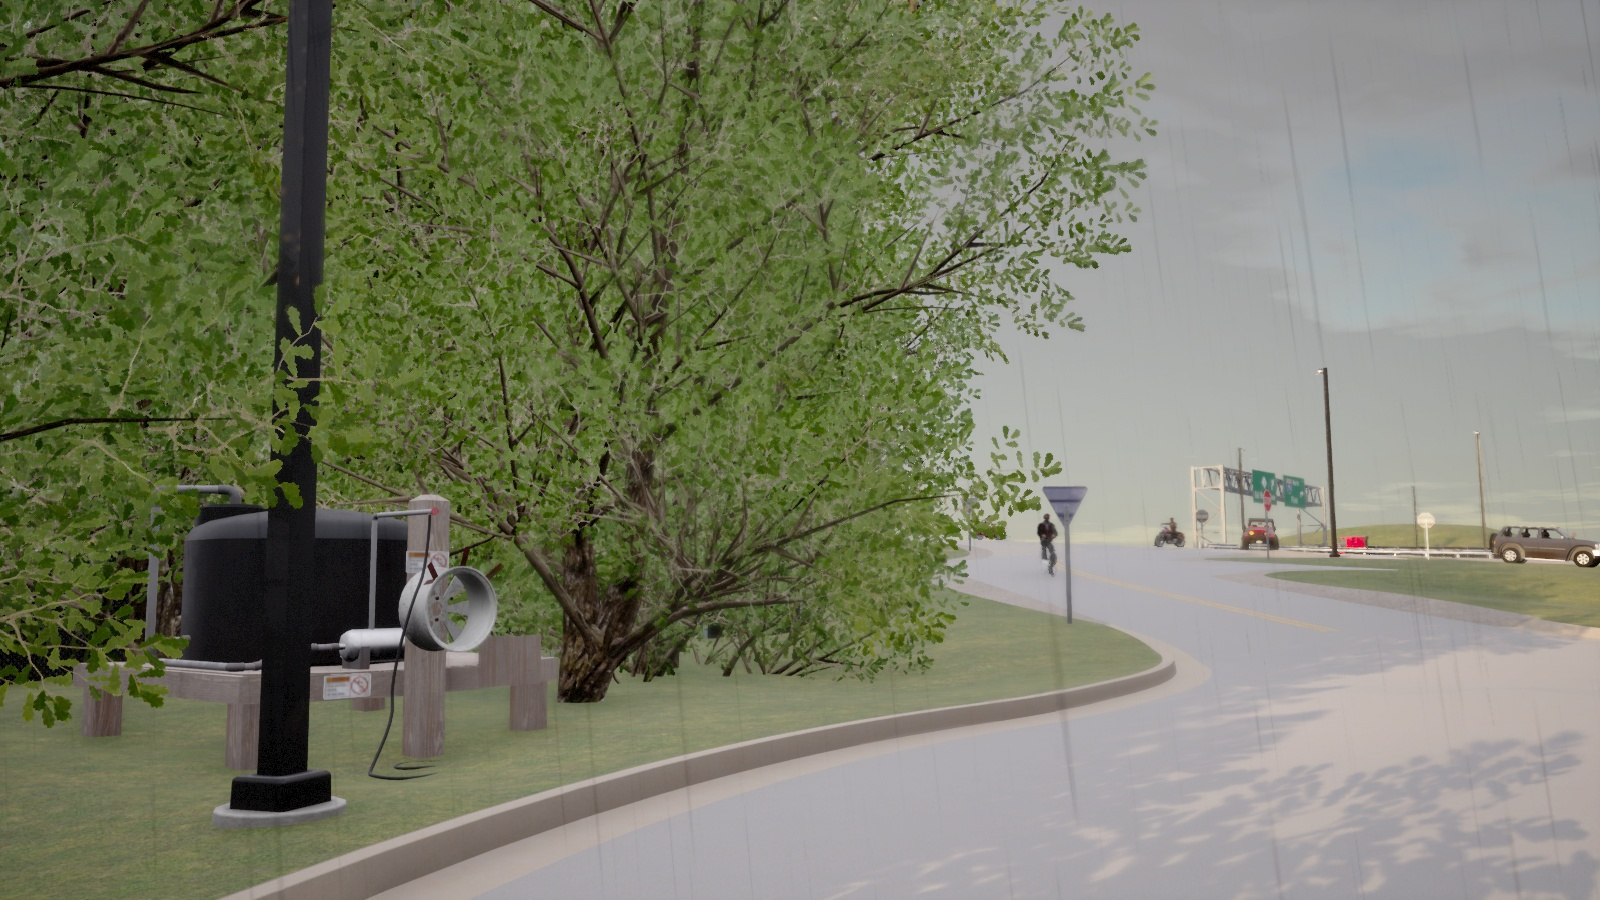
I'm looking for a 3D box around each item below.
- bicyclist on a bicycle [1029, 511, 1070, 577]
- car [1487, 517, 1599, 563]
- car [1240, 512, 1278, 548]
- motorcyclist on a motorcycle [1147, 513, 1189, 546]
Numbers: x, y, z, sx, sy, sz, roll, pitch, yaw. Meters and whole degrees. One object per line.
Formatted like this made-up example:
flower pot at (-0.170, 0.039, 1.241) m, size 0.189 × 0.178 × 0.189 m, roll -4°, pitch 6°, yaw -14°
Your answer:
bicyclist on a bicycle at (6.964, 2.609, 35.115) m, size 0.659 × 1.776 × 1.843 m, roll 0°, pitch -2°, yaw -3°
car at (34.054, 4.080, 57.120) m, size 4.605 × 1.855 × 1.932 m, roll 0°, pitch -4°, yaw 41°
car at (25.721, 4.509, 70.260) m, size 1.905 × 1.878 × 3.866 m, roll 1°, pitch -4°, yaw 21°
motorcyclist on a motorcycle at (19.252, 4.160, 65.660) m, size 2.350 × 1.649 × 0.766 m, roll 3°, pitch -2°, yaw -34°
